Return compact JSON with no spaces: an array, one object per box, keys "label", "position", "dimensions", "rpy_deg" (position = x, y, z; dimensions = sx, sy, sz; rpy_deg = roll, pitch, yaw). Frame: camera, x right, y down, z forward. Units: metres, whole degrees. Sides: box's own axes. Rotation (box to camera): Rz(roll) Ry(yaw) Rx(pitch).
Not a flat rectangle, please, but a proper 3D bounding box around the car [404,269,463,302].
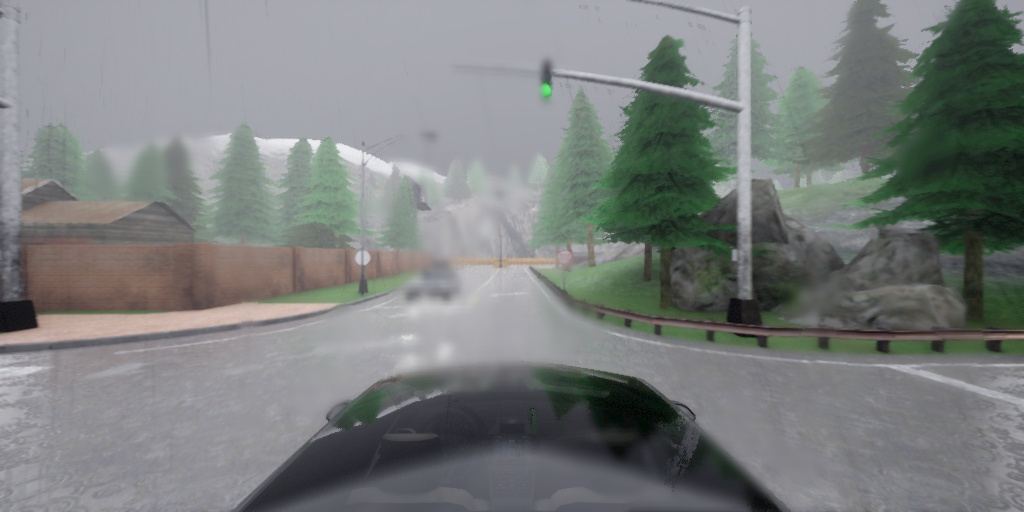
[{"label":"car","position":[-3.501,1.299,16.670],"dimensions":[1.895,1.301,4.718],"rpy_deg":[0,0,0]}]
